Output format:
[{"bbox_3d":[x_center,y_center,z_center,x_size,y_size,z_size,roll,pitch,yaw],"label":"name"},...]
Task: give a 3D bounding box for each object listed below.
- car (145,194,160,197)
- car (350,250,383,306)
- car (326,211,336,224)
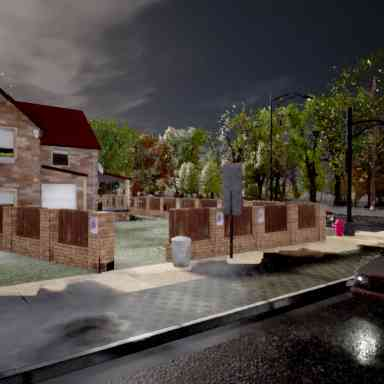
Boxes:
[{"bbox_3d":[-6.752,1.163,54.883,2.097,1.767,4.553,0,0,-36],"label":"car"},{"bbox_3d":[5.605,1.547,7.164,5.357,1.411,2.033,0,0,-36],"label":"car"},{"bbox_3d":[7.663,1.469,23.334,1.812,1.442,4.674,0,0,-36],"label":"car"}]
